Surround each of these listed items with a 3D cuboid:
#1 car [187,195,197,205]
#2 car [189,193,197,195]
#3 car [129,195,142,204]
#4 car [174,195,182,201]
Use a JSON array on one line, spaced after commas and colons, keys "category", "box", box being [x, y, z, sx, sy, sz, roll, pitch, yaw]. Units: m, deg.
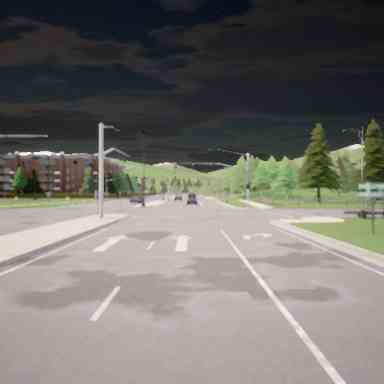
[{"category": "car", "box": [0.016, 1.702, 59.723, 1.895, 1.301, 4.718, 0, 0, 0]}, {"category": "car", "box": [0.023, 1.207, 85.160, 2.150, 2.045, 5.566, 0, 0, 0]}, {"category": "car", "box": [-11.482, 1.470, 68.146, 2.097, 1.767, 4.553, 0, 0, 0]}, {"category": "car", "box": [-3.477, 1.506, 85.129, 2.128, 1.511, 4.902, 0, 0, 0]}]
